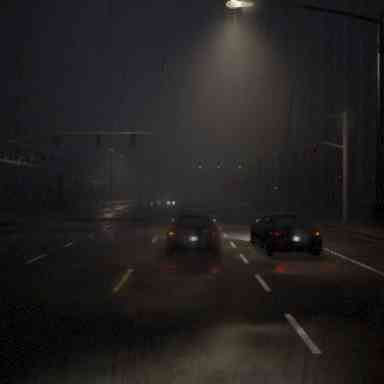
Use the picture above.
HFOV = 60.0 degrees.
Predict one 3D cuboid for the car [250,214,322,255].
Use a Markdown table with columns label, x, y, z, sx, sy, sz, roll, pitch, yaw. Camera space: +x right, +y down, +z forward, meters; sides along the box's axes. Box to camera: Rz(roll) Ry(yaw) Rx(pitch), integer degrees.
| label | x | y | z | sx | sy | sz | roll | pitch | yaw |
| --- | --- | --- | --- | --- | --- | --- | --- | --- | --- |
| car | 3.562 | 1.564 | 13.272 | 1.994 | 1.385 | 4.181 | 0 | 0 | 0 |

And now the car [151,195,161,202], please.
| label | x | y | z | sx | sy | sz | roll | pitch | yaw |
| --- | --- | --- | --- | --- | --- | --- | --- | --- | --- |
| car | -8.131 | 1.527 | 75.326 | 1.812 | 1.442 | 4.674 | 0 | 0 | -1 |

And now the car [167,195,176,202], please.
| label | x | y | z | sx | sy | sz | roll | pitch | yaw |
| --- | --- | --- | --- | --- | --- | --- | --- | --- | --- |
| car | -4.632 | 1.528 | 75.381 | 2.128 | 1.511 | 4.902 | 0 | 0 | -1 |

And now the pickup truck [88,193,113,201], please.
| label | x | y | z | sx | sy | sz | roll | pitch | yaw |
| --- | --- | --- | --- | --- | --- | --- | --- | --- | --- |
| pickup truck | -21.294 | 1.061 | 77.812 | 2.390 | 2.098 | 6.274 | 0 | 0 | 30 |

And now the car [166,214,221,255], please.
| label | x | y | z | sx | sy | sz | roll | pitch | yaw |
| --- | --- | --- | --- | --- | --- | --- | --- | --- | --- |
| car | 0.062 | 1.563 | 13.298 | 1.994 | 1.385 | 4.181 | 0 | 0 | 0 |
